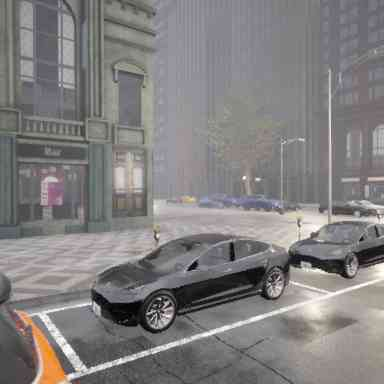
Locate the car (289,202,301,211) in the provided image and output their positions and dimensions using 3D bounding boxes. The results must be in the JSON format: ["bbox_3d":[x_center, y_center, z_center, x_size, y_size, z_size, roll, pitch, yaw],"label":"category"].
[{"bbox_3d":[11.077,1.632,42.071,2.033,1.411,5.357,0,0,-35],"label":"car"}]

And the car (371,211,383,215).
[{"bbox_3d":[9.373,1.552,13.326,4.403,1.369,2.008,0,0,-35],"label":"car"}]

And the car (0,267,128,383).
[{"bbox_3d":[-2.828,1.352,1.355,4.553,1.767,2.097,0,0,-35],"label":"car"}]

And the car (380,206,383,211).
[{"bbox_3d":[17.209,1.581,33.497,1.812,1.442,4.674,0,0,-33],"label":"car"}]

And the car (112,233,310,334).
[{"bbox_3d":[0.192,1.566,6.784,4.313,1.339,1.947,0,0,-35],"label":"car"}]

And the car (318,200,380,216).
[{"bbox_3d":[14.564,1.549,31.602,1.882,1.535,5.008,0,0,-37],"label":"car"}]

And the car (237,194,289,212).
[{"bbox_3d":[8.420,1.322,40.190,2.150,2.045,5.566,0,0,-36],"label":"car"}]

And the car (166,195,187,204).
[{"bbox_3d":[-3.591,1.682,68.312,1.812,1.442,4.674,0,0,-36],"label":"car"}]

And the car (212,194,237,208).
[{"bbox_3d":[5.062,1.333,50.486,2.150,2.045,5.566,0,0,-36],"label":"car"}]

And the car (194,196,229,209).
[{"bbox_3d":[2.721,1.654,48.169,1.812,1.442,4.674,0,0,-35],"label":"car"}]

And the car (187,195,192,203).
[{"bbox_3d":[-1.192,1.469,70.542,1.882,1.535,5.008,0,0,-36],"label":"car"}]

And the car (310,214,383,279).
[{"bbox_3d":[4.782,1.566,10.055,4.313,1.339,1.947,0,0,-35],"label":"car"}]

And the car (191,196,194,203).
[{"bbox_3d":[2.524,1.602,59.830,1.882,1.535,5.008,0,0,-35],"label":"car"}]
